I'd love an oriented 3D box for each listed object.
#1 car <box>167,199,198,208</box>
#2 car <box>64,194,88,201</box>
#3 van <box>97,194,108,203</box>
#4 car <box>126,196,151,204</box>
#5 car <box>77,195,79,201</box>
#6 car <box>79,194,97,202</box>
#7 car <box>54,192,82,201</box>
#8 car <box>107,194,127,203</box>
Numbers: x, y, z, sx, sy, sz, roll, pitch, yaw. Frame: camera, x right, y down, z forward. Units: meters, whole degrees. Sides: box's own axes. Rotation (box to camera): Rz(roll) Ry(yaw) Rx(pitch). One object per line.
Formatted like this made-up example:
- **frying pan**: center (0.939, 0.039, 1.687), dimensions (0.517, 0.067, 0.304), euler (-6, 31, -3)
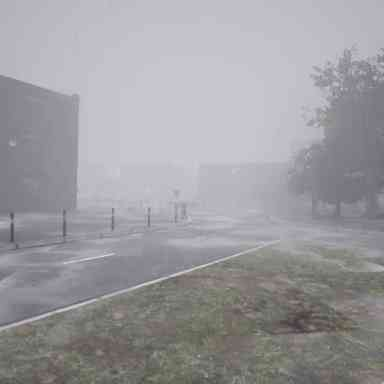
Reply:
- **car**: center (-1.560, 1.822, 53.178), dimensions (5.008, 1.535, 1.882), euler (1, -1, 24)
- **car**: center (-26.609, 1.329, 76.377), dimensions (2.231, 1.521, 4.892), euler (2, 0, 31)
- **van**: center (-17.276, 1.353, 70.560), dimensions (1.878, 1.987, 4.442), euler (1, -1, 31)
- **car**: center (-10.111, 1.764, 66.296), dimensions (2.163, 1.488, 4.792), euler (1, -1, 31)
- **car**: center (-24.348, 1.390, 74.987), dimensions (2.097, 1.535, 5.008), euler (2, 0, 31)
- **car**: center (-21.845, 1.333, 73.510), dimensions (2.185, 1.767, 4.553), euler (2, 0, 31)
- **car**: center (-28.961, 1.011, 77.842), dimensions (2.435, 2.045, 5.566), euler (2, 0, 31)
- **car**: center (-14.718, 1.514, 69.174), dimensions (2.185, 1.767, 4.553), euler (1, -1, 31)
